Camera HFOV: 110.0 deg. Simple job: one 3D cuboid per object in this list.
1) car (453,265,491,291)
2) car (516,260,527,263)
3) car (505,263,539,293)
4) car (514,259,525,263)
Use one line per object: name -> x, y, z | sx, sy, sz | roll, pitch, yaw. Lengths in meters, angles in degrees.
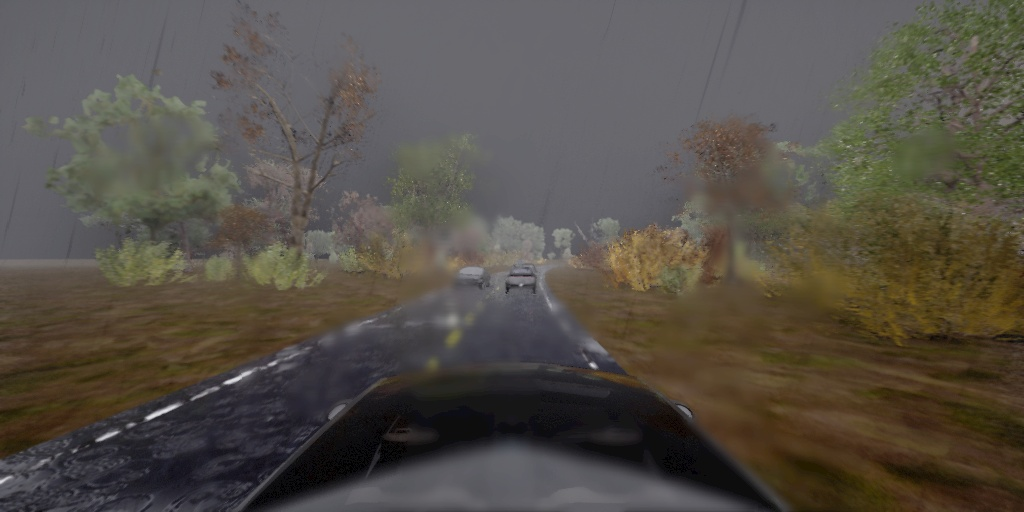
car -> -2.526, 1.393, 23.484 | 1.882, 1.535, 5.008 | 0, 0, 3
car -> 1.802, 1.569, 39.661 | 1.837, 1.490, 4.892 | 0, 0, 5
car -> 0.601, 1.406, 21.988 | 2.128, 1.511, 4.902 | 0, 0, 3
car -> 1.492, 1.235, 63.974 | 2.097, 1.767, 4.553 | 0, 0, 8
